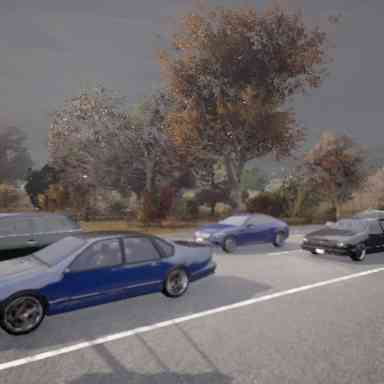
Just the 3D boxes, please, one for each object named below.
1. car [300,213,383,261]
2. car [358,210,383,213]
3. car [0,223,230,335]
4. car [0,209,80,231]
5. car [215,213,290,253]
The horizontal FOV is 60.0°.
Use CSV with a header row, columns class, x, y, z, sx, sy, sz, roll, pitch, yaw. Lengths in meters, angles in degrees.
class,x,y,z,sx,sy,sz,roll,pitch,yaw
car,6.573,1.705,12.958,5.357,1.411,2.033,2,-1,-35
car,11.052,1.899,20.445,4.892,1.490,1.837,3,-1,-35
car,-1.901,1.553,6.955,5.357,1.411,2.033,0,0,-39
car,-5.085,1.354,9.023,4.553,1.767,2.097,0,0,-34
car,2.224,1.619,14.171,4.674,1.442,1.812,1,-1,-35
